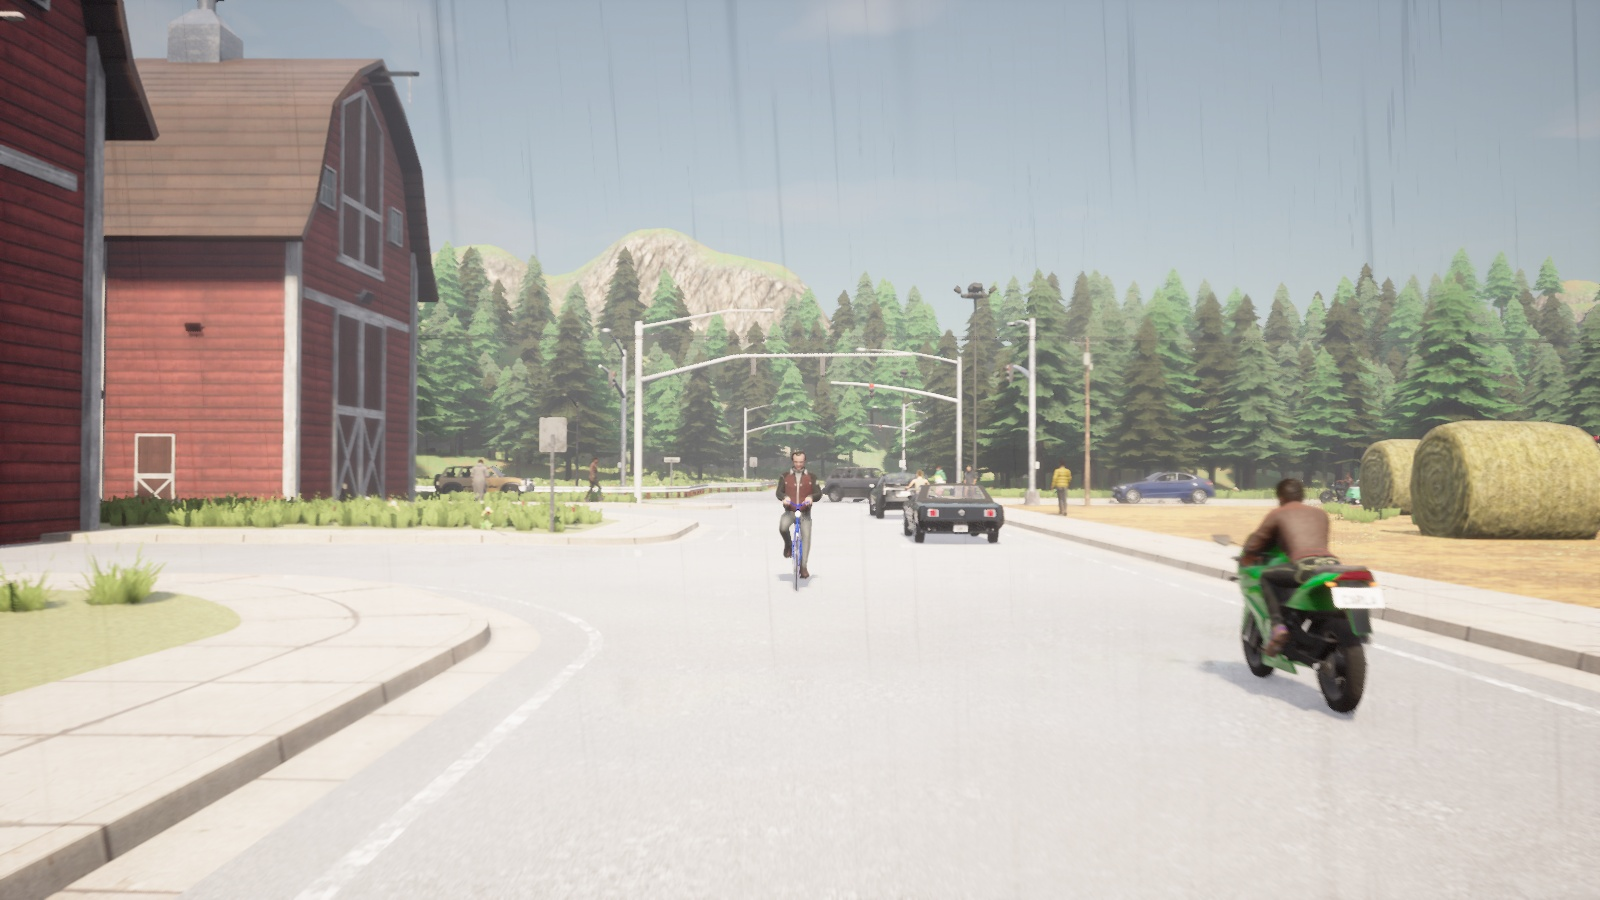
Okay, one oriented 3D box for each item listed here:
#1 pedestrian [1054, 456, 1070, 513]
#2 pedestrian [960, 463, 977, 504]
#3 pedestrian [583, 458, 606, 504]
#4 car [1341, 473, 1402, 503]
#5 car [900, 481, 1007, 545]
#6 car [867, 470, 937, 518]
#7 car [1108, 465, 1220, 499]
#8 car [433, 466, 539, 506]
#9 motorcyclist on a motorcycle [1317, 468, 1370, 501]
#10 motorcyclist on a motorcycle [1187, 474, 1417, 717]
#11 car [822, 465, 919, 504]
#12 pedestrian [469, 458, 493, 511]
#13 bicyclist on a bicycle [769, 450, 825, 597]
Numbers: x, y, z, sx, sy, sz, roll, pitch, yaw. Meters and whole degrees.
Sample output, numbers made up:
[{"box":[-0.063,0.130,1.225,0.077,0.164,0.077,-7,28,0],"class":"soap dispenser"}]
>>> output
[{"box":[8.477,1.120,40.629,0.431,1.840,0.709,0,-1,7],"class":"pedestrian"},{"box":[7.665,1.532,57.053,0.540,1.848,0.694,-1,-1,29],"class":"pedestrian"},{"box":[-8.157,1.223,49.862,0.869,1.805,0.328,0,-1,-7],"class":"pedestrian"},{"box":[27.170,1.787,59.713,2.207,1.376,1.481,-1,-1,1],"class":"car"},{"box":[3.428,1.385,28.886,1.895,1.301,4.718,0,-1,0],"class":"car"},{"box":[3.397,1.459,42.667,2.007,1.525,4.514,0,-1,0],"class":"car"},{"box":[18.308,1.607,63.357,5.027,1.651,2.152,0,-1,1],"class":"car"},{"box":[-15.054,1.729,60.378,4.605,1.855,1.932,0,-1,1],"class":"car"},{"box":[27.348,1.741,63.213,2.350,1.649,0.766,0,-1,1],"class":"motorcyclist on a motorcycle"},{"box":[3.478,0.932,8.930,0.797,1.523,2.044,0,-1,0],"class":"motorcyclist on a motorcycle"},{"box":[3.429,1.665,61.737,4.605,1.855,1.932,-1,0,43],"class":"car"},{"box":[-12.080,1.301,47.544,0.659,1.952,0.873,0,-1,1],"class":"pedestrian"},{"box":[-0.038,0.904,16.363,0.659,1.776,1.843,1,0,0],"class":"bicyclist on a bicycle"}]
